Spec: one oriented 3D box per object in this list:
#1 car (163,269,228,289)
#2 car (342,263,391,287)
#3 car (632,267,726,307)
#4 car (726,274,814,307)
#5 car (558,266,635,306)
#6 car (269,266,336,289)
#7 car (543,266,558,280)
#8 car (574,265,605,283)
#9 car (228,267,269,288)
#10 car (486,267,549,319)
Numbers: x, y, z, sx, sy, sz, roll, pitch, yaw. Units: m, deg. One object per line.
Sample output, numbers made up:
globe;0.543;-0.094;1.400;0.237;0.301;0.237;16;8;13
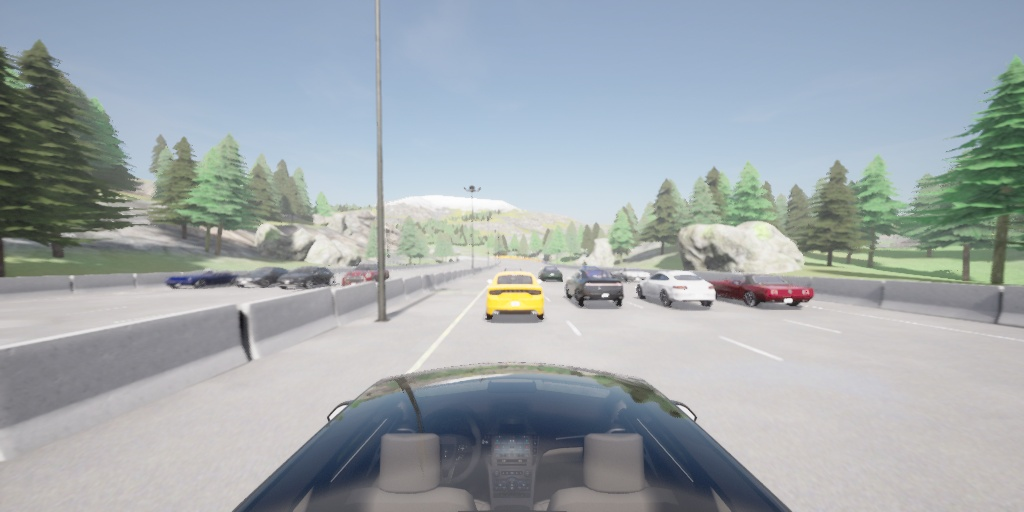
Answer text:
car;-21.102;1.557;24.850;1.895;1.301;4.718;0;-1;0
car;-10.600;1.327;26.374;2.097;1.767;4.553;0;-1;0
car;7.096;1.374;15.893;1.812;1.442;4.674;0;-1;0
car;10.597;1.449;15.961;1.895;1.301;4.718;0;-1;0
car;3.597;1.344;16.271;2.128;1.511;4.902;0;-1;0
car;-14.101;1.460;24.887;1.837;1.490;4.892;0;-1;0
car;3.593;1.654;33.932;1.994;1.385;4.181;0;-1;0
car;7.093;1.604;33.222;1.812;1.442;4.674;0;-1;0
car;-17.600;1.495;25.886;1.812;1.442;4.674;0;-1;0
car;0.097;1.302;13.213;1.882;1.535;5.008;0;-1;0
